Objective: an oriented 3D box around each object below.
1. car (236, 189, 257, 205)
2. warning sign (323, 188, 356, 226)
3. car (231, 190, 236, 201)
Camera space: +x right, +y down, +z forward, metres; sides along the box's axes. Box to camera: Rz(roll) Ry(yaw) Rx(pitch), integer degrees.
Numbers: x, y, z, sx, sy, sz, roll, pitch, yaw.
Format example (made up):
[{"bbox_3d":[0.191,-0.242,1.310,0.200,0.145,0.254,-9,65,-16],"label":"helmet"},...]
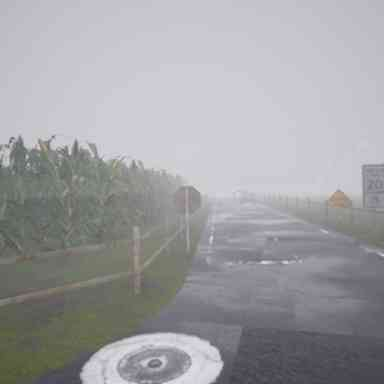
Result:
[{"bbox_3d":[7.383,0.735,44.566,2.097,1.767,4.553,-1,1,5],"label":"car"},{"bbox_3d":[7.630,0.760,17.269,1.300,1.860,1.060,-1,1,5],"label":"warning sign"},{"bbox_3d":[8.143,0.481,54.790,2.150,2.045,5.566,-1,1,5],"label":"car"}]
